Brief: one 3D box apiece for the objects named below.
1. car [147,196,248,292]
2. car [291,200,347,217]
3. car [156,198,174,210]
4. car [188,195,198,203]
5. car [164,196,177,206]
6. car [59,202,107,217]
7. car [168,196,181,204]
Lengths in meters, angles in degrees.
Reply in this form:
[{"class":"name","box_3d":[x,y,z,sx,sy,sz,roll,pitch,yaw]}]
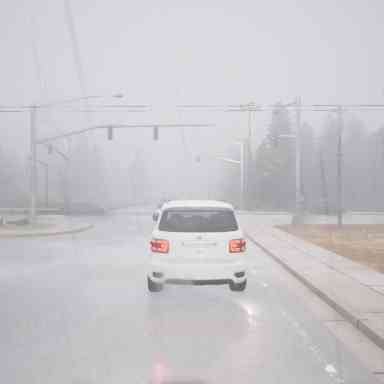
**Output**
[{"class":"car","box_3d":[0.066,1.218,9.092,2.150,2.045,5.566,0,0,-2]},{"class":"car","box_3d":[11.590,1.532,30.559,4.892,1.490,1.837,0,0,1]},{"class":"car","box_3d":[-3.594,1.547,44.945,2.033,1.411,5.357,0,0,0]},{"class":"car","box_3d":[0.294,1.491,70.020,2.128,1.511,4.902,0,0,1]},{"class":"car","box_3d":[-3.567,1.505,55.132,1.837,1.490,4.892,0,0,0]},{"class":"car","box_3d":[-10.126,1.584,30.953,4.181,1.385,1.994,0,0,1]},{"class":"car","box_3d":[-3.435,1.492,65.397,2.128,1.511,4.902,0,0,1]}]
